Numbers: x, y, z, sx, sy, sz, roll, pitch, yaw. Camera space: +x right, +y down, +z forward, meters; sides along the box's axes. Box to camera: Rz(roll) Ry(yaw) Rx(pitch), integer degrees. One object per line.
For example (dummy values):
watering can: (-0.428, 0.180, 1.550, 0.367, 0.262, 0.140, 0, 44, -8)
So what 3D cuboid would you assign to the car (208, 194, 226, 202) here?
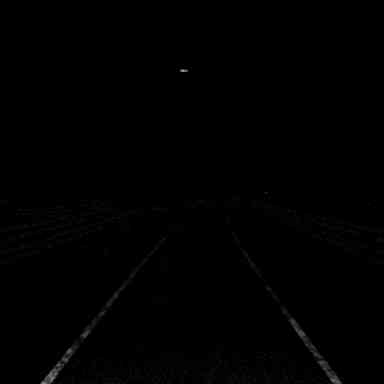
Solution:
car: (6.056, 1.493, 79.213, 1.882, 1.535, 5.008, 0, 0, 18)

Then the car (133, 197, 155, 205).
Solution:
car: (-8.208, 1.554, 57.535, 1.895, 1.301, 4.718, 0, 0, 18)

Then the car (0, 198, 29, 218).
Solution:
car: (-14.911, 1.424, 25.021, 1.994, 1.385, 4.181, 0, 0, 18)

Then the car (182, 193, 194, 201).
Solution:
car: (-0.594, 1.218, 81.397, 2.150, 2.045, 5.566, 0, 0, 18)

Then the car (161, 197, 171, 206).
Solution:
car: (-5.186, 1.509, 55.496, 2.033, 1.411, 5.357, 0, 0, 18)

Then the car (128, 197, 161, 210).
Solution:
car: (-6.098, 1.423, 41.111, 2.128, 1.511, 4.902, 0, 0, 18)

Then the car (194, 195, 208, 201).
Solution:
car: (2.711, 1.482, 80.243, 1.882, 1.535, 5.008, 0, 0, 18)

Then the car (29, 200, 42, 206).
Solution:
car: (-16.417, 1.371, 31.800, 1.837, 1.490, 4.892, 1, 0, 18)
